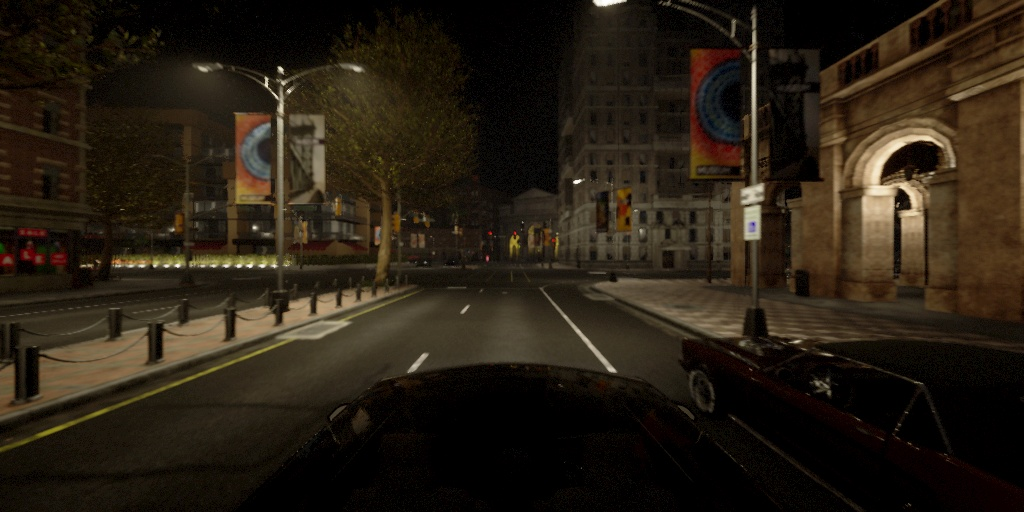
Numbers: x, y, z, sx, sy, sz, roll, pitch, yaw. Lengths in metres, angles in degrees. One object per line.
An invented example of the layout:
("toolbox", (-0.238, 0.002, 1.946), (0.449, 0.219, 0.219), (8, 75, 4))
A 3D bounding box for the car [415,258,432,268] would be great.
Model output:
("car", (-15.001, 1.080, 61.011), (2.097, 1.767, 4.553), (0, -1, 0))

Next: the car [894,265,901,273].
("car", (45.201, 1.268, 39.974), (4.674, 1.442, 1.812), (0, 0, 1))
